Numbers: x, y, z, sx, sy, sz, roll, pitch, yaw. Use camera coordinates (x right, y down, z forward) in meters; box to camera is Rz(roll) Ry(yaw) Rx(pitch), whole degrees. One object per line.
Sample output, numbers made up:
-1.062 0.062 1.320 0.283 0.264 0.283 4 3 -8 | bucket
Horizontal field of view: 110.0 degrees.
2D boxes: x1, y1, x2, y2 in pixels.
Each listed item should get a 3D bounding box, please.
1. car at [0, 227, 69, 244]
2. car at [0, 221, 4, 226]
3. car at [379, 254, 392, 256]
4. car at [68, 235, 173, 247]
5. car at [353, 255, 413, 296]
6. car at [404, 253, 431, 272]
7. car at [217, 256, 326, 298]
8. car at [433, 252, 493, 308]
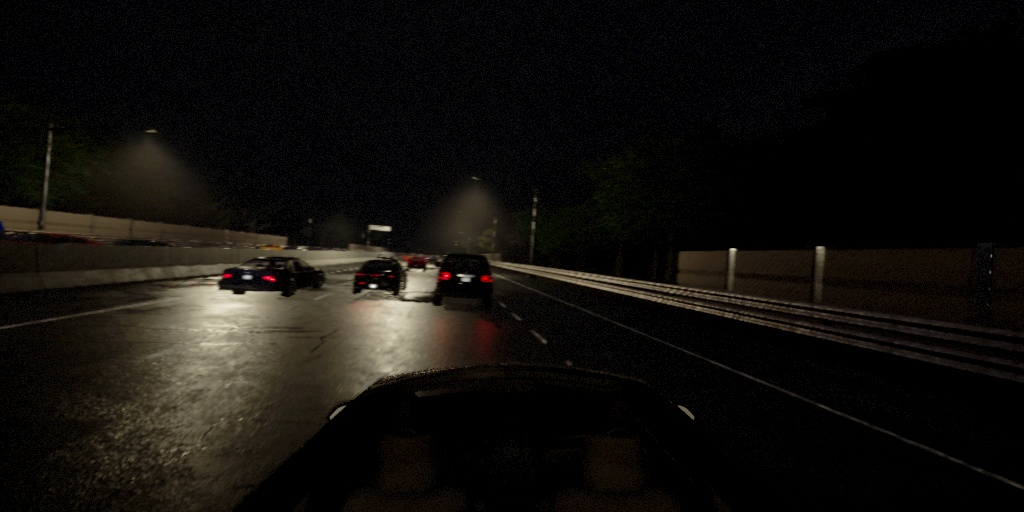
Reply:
-24.163 -0.443 18.654 1.882 1.535 5.008 4 -1 -10 | car
-31.371 -1.227 19.480 2.150 2.045 5.566 4 -1 -10 | car
-13.894 0.517 39.579 2.128 1.511 4.902 4 -1 -11 | car
-20.853 -0.186 19.937 1.882 1.535 5.008 4 -1 -10 | car
-5.962 0.928 16.657 1.837 1.490 4.892 4 0 -11 | car
-10.084 0.775 38.253 1.882 1.535 5.008 4 -1 -11 | car
-9.019 0.719 14.040 2.033 1.411 5.357 4 0 -11 | car
-2.144 0.916 15.382 2.150 2.045 5.566 4 0 -11 | car
